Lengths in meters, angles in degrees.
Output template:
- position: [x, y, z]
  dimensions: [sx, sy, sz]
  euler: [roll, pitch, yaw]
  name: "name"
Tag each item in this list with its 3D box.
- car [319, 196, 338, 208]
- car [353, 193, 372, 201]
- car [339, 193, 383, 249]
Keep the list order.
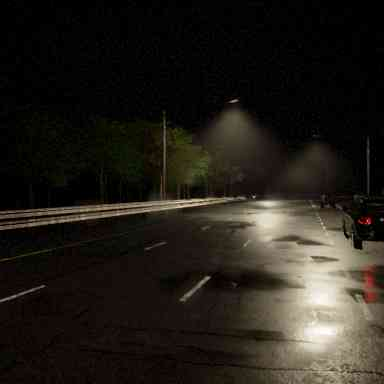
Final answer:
- position: [19.333, 1.504, 47.492]
  dimensions: [1.837, 1.490, 4.892]
  euler: [0, 0, 20]
  name: "car"
- position: [42.695, 1.214, 83.032]
  dimensions: [5.566, 2.045, 2.150]
  euler: [0, 0, -40]
  name: "car"
- position: [7.919, 1.222, 14.363]
  dimensions: [2.150, 2.045, 5.566]
  euler: [0, 0, 19]
  name: "car"
